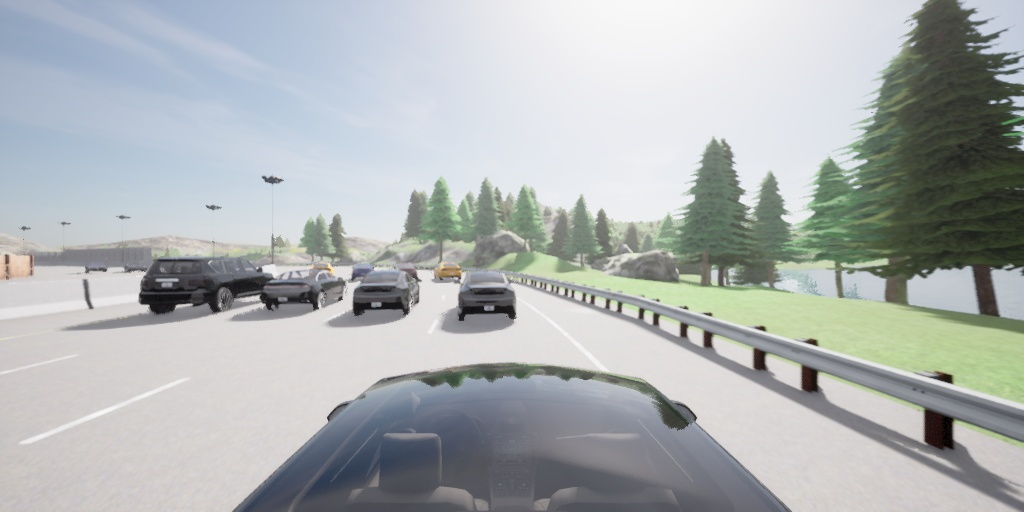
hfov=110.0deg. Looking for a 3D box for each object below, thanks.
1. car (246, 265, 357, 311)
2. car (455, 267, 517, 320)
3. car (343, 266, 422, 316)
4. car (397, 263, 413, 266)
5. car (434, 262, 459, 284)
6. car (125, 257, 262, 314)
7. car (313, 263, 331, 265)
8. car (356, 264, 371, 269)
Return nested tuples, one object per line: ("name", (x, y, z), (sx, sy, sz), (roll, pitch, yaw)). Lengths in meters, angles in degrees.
("car", (-8.355, 1.303, 14.876), (2.128, 1.511, 4.902), (0, 0, -9))
("car", (-0.995, 1.281, 12.839), (1.837, 1.490, 4.892), (0, 0, -8))
("car", (-4.651, 1.298, 13.763), (1.837, 1.490, 4.892), (0, 0, -8))
("car", (-9.460, 1.375, 31.845), (1.812, 1.442, 4.674), (0, 0, -20))
("car", (-5.765, 1.311, 31.844), (1.882, 1.535, 5.008), (0, 0, -20))
("car", (-11.747, 1.047, 14.400), (2.150, 2.045, 5.566), (0, 0, -9))
("car", (-17.581, 1.365, 33.172), (1.882, 1.535, 5.008), (0, 0, -24))
("car", (-13.400, 1.393, 32.254), (1.812, 1.442, 4.674), (0, 0, -22))
